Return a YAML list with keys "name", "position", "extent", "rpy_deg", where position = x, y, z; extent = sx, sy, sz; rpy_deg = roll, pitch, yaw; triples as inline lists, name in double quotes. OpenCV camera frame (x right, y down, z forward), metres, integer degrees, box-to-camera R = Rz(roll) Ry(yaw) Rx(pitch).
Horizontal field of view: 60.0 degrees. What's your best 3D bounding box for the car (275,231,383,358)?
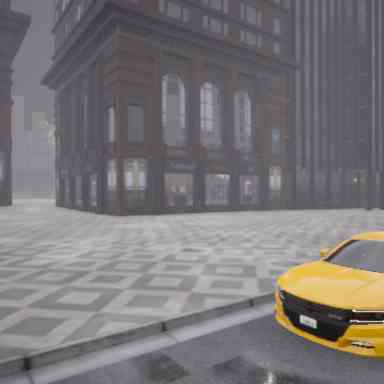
- name: "car"
  position: [3.603, 1.484, 5.950]
  extent: [5.008, 1.535, 1.882]
  rpy_deg: [0, 0, -36]
